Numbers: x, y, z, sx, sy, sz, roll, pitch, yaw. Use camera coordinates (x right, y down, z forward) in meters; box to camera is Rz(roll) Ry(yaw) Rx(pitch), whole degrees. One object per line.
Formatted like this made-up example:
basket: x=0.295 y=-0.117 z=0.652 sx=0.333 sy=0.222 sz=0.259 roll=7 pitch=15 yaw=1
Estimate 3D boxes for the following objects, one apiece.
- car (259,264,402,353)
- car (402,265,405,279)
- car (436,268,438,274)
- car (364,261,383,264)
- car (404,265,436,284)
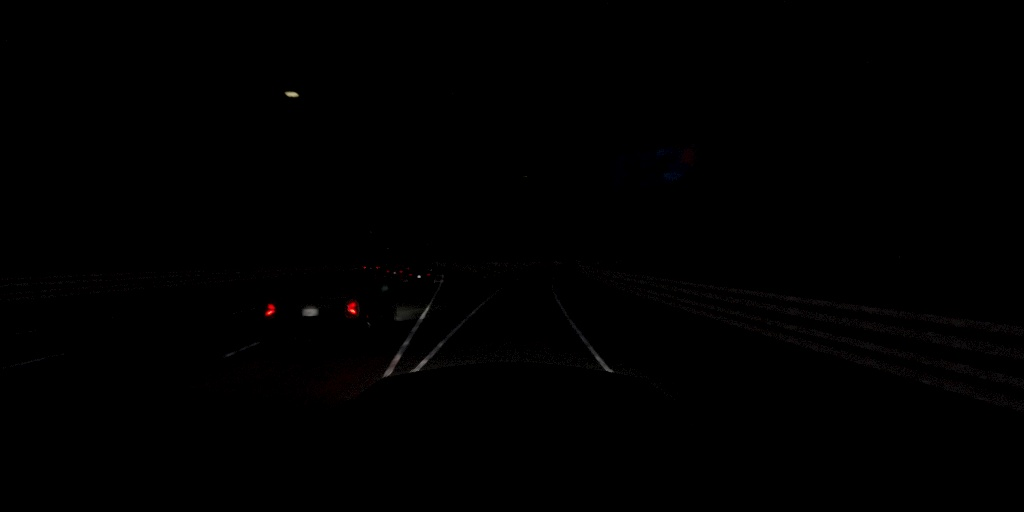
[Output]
car: x=-4.402 y=1.185 z=9.368 sx=2.097 sy=1.767 sz=4.553 roll=0 pitch=-1 yaw=-9
car: x=-13.180 y=1.866 z=41.168 sx=1.994 sy=1.385 sz=4.181 roll=0 pitch=-1 yaw=-11
car: x=-10.401 y=1.864 z=44.828 sx=1.837 sy=1.490 sz=4.892 roll=0 pitch=-1 yaw=-11
car: x=-17.633 y=1.611 z=46.059 sx=2.150 sy=2.045 sz=5.566 roll=0 pitch=-1 yaw=-11
car: x=-7.966 y=1.710 z=31.463 sx=1.994 sy=1.385 sz=4.181 roll=0 pitch=-1 yaw=-10
